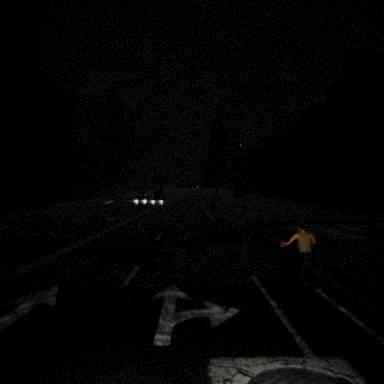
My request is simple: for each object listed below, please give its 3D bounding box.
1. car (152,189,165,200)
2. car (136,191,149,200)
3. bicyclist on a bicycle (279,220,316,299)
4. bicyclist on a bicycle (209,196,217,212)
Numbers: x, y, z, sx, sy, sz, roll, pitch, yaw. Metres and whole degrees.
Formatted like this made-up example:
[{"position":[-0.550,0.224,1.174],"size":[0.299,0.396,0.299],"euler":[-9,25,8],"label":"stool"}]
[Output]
[{"position":[-6.483,0.460,65.164],"size":[2.150,2.045,5.566],"euler":[0,1,0],"label":"car"},{"position":[-9.733,0.600,65.228],"size":[2.097,1.767,4.553],"euler":[0,1,0],"label":"car"},{"position":[2.442,1.434,7.502],"size":[0.866,1.612,1.509],"euler":[0,0,0],"label":"bicyclist on a bicycle"},{"position":[2.261,1.266,35.543],"size":[0.866,1.612,1.509],"euler":[0,1,0],"label":"bicyclist on a bicycle"}]
